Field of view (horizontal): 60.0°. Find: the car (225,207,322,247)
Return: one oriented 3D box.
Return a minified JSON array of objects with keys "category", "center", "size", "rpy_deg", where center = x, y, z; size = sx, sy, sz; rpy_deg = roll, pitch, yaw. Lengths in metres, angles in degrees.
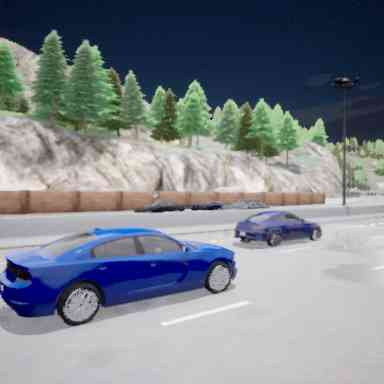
[{"category":"car","center":[3.972,1.579,15.190],"size":[4.674,1.442,1.812],"rpy_deg":[0,0,-36]}]

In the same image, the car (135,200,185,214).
[{"category":"car","center":[-3.057,1.534,31.912],"size":[5.008,1.535,1.882],"rpy_deg":[0,0,-36]}]

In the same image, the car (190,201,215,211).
[{"category":"car","center":[2.185,1.710,40.000],"size":[4.718,1.301,1.895],"rpy_deg":[0,0,-37]}]

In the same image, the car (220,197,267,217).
[{"category":"car","center":[5.227,1.453,33.563],"size":[4.553,1.767,2.097],"rpy_deg":[0,0,-36]}]

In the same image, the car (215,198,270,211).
[{"category":"car","center":[4.793,1.581,28.934],"size":[4.902,1.511,2.128],"rpy_deg":[0,0,-36]}]

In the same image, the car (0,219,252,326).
[{"category":"car","center":[-1.231,1.487,7.170],"size":[5.008,1.535,1.882],"rpy_deg":[0,0,-35]}]
